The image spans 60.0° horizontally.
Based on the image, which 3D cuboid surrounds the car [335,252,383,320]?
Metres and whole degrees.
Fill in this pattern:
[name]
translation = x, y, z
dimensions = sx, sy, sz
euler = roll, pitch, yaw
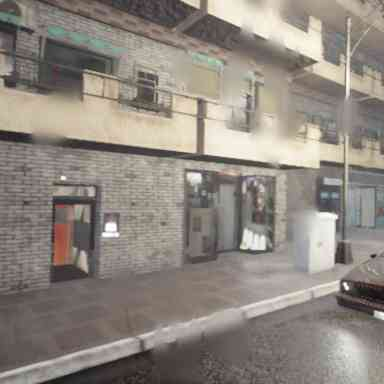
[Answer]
[car]
translation = 5.162, 1.554, 6.752
dimensions = 5.357, 1.411, 2.033
euler = 0, 0, -35
